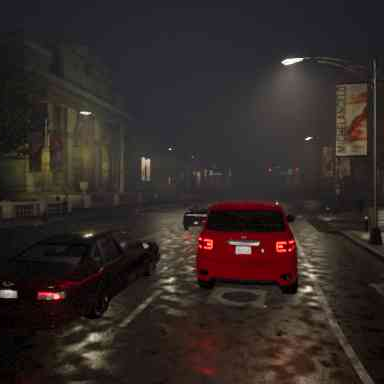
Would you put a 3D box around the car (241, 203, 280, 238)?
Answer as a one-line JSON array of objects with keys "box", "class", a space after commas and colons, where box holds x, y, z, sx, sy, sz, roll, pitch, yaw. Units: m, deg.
[{"box": [3.942, 1.475, 18.723, 1.882, 1.535, 5.008, 0, 0, 14], "class": "car"}]

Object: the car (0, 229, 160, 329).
[{"box": [-2.248, 1.546, 7.364, 2.033, 1.411, 5.357, 0, 0, 10], "class": "car"}]

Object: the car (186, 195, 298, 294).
[{"box": [1.591, 1.220, 9.061, 2.150, 2.045, 5.566, 0, 0, 13], "class": "car"}]

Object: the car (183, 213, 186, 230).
[{"box": [0.798, 1.489, 20.554, 2.128, 1.511, 4.902, 0, 0, 14], "class": "car"}]
